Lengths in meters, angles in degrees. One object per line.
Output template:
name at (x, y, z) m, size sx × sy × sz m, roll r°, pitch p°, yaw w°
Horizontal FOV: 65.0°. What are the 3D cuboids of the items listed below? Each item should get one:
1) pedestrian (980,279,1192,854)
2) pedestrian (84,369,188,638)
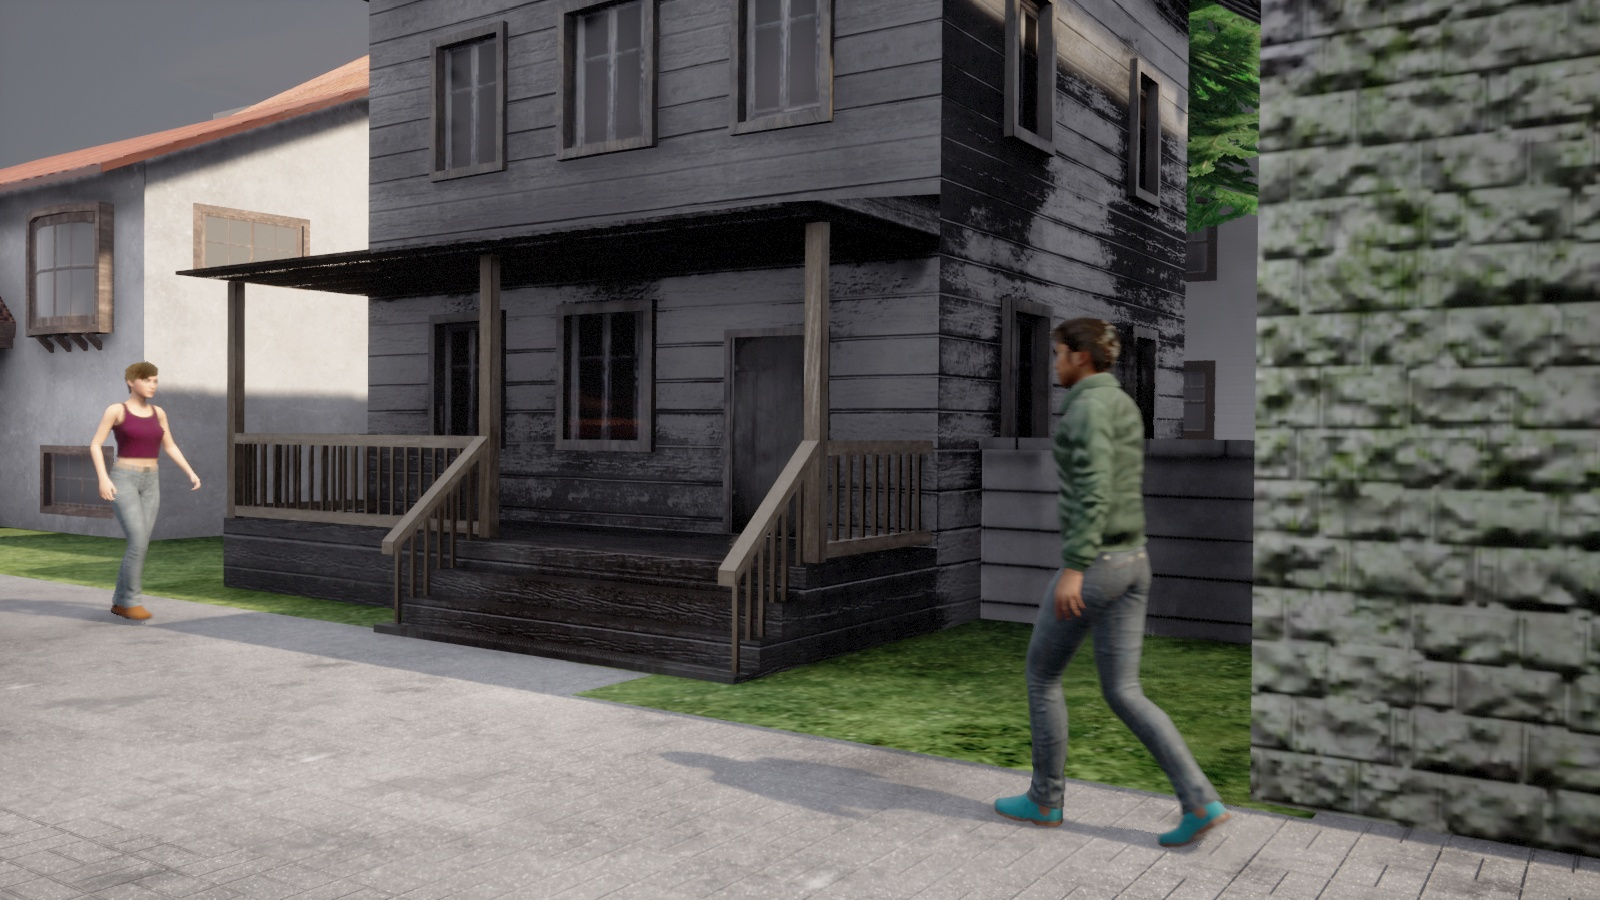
pedestrian at (0.987, 0.373, 4.353) m, size 0.614 × 1.847 × 0.353 m, roll 0°, pitch 1°, yaw 38°
pedestrian at (-4.676, 0.363, 8.844) m, size 0.594 × 1.836 × 0.345 m, roll 0°, pitch 1°, yaw 27°
